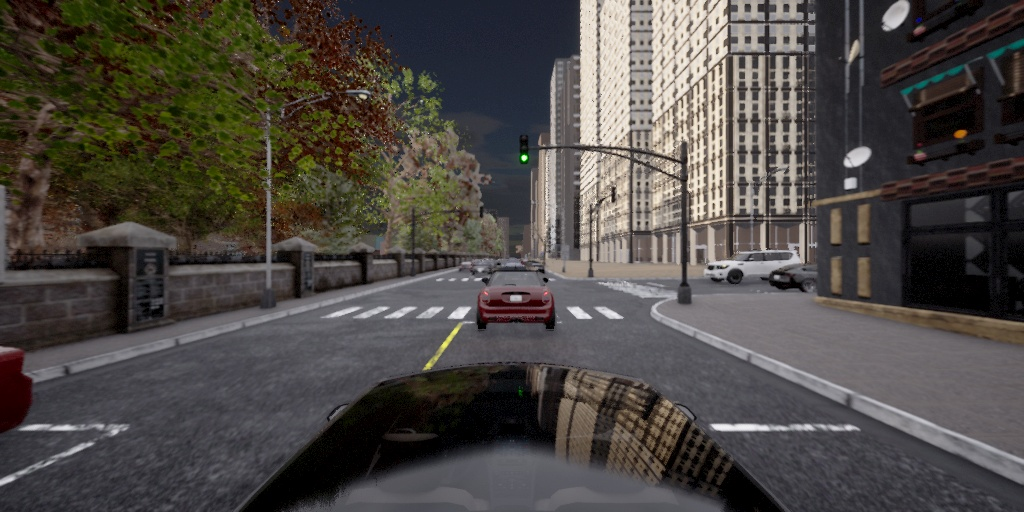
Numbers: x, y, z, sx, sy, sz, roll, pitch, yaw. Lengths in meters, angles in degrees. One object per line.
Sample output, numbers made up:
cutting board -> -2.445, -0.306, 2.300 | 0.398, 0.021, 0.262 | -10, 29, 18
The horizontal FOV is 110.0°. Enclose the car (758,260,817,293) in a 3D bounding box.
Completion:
car -> 14.685, 1.011, 17.087 | 4.313, 1.339, 1.948 | 0, 0, 0

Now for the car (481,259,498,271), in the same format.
car -> -3.080, 1.215, 49.812 | 2.128, 1.511, 4.902 | 0, 0, 0

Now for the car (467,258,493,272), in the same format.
car -> -3.085, 1.218, 37.527 | 2.128, 1.511, 4.902 | 0, 0, 1

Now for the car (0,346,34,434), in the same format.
car -> -5.820, 1.295, 1.752 | 1.888, 1.381, 4.507 | 0, 0, 0

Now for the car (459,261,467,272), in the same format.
car -> -5.691, 1.306, 45.303 | 1.802, 1.307, 4.207 | 0, 0, 0

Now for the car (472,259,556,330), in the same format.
car -> 0.102, 1.093, 11.252 | 2.097, 1.767, 4.553 | 0, 0, 0

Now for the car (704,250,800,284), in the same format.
car -> 15.339, 0.675, 22.886 | 5.566, 2.045, 2.150 | -1, 0, 0
